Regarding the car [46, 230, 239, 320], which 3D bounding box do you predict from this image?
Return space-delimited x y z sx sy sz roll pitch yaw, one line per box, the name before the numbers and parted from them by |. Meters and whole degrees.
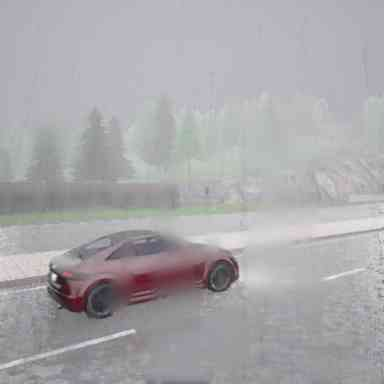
car | -0.949 1.546 7.377 4.181 1.385 1.994 0 0 -35
